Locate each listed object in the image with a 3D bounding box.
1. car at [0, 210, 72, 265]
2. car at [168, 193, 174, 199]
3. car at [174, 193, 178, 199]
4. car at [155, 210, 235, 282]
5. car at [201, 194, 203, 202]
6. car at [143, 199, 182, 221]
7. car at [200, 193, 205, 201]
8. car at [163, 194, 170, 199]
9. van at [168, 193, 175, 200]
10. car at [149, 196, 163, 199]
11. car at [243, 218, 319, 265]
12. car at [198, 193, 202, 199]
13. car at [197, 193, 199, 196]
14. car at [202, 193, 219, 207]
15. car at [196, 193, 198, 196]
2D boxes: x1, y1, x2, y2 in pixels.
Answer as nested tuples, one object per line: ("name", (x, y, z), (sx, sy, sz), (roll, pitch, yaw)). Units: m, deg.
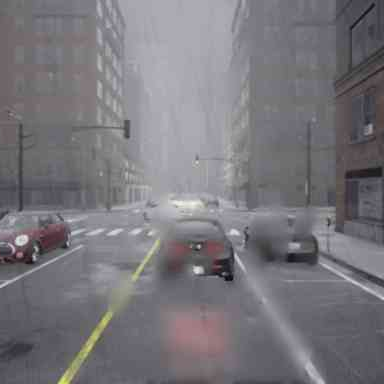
("car", (-5.670, 1.405, 11.353), (1.967, 1.590, 4.097), (0, 0, 0))
("car", (-5.587, 1.393, 75.328), (1.752, 1.417, 4.829), (0, 0, 0))
("car", (-5.568, 1.190, 86.315), (2.192, 1.841, 5.009), (0, 0, 0))
("car", (0.101, 1.472, 9.628), (1.837, 1.490, 4.892), (0, -1, 0))
("car", (2.899, 1.404, 54.022), (1.752, 1.417, 4.829), (0, 0, 0))
("car", (-2.087, 1.464, 24.091), (1.812, 1.442, 4.674), (1, -1, -25))
("car", (2.910, 1.424, 59.260), (2.008, 1.369, 4.403), (0, 0, 0))
("car", (-5.615, 1.423, 59.273), (2.008, 1.369, 4.403), (0, 0, 0))
("van", (-5.559, 1.223, 91.724), (1.690, 1.788, 3.998), (0, 0, 0))
("car", (-5.635, 1.468, 48.456), (1.802, 1.307, 4.206), (0, 0, 0))
("car", (2.856, 1.531, 11.353), (1.947, 1.339, 4.313), (0, 0, 0))
("car", (2.928, 1.308, 70.078), (1.967, 1.590, 4.097), (0, 0, 0))
("car", (2.948, 1.311, 80.896), (1.967, 1.590, 4.097), (0, 0, 0))
("car", (2.889, 1.326, 48.442), (1.967, 1.590, 4.097), (0, 0, 0))
("car", (2.956, 1.190, 86.305), (2.192, 1.841, 5.009), (0, 0, 0))
